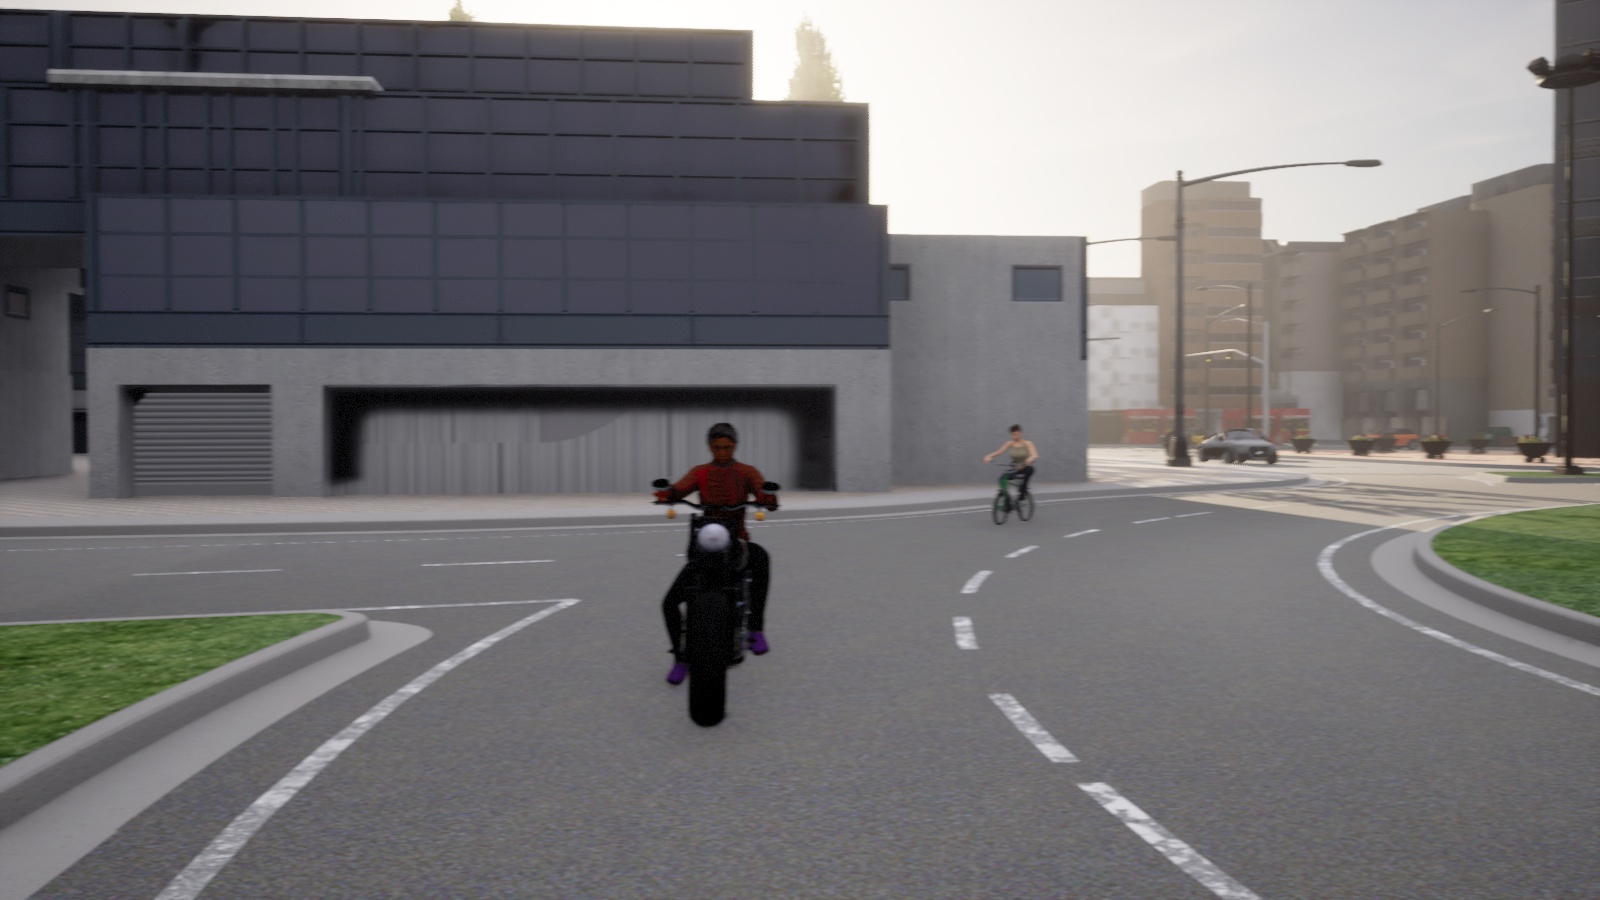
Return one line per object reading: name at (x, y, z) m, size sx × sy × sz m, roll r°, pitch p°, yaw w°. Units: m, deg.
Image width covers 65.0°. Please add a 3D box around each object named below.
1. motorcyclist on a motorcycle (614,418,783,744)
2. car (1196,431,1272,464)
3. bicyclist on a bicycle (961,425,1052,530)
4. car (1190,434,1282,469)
motorcyclist on a motorcycle at (-0.533, 0.640, 7.536) m, size 0.766 × 1.649 × 2.350 m, roll 0°, pitch 1°, yaw 1°
car at (20.593, -0.154, 59.798) m, size 1.816 × 1.474 × 4.193 m, roll 0°, pitch 1°, yaw -6°
bicyclist on a bicycle at (3.357, 0.412, 20.332) m, size 0.866 × 1.612 × 1.509 m, roll 2°, pitch 2°, yaw 34°
car at (17.882, 0.031, 51.708) m, size 1.994 × 1.385 × 4.181 m, roll 0°, pitch 1°, yaw -6°
